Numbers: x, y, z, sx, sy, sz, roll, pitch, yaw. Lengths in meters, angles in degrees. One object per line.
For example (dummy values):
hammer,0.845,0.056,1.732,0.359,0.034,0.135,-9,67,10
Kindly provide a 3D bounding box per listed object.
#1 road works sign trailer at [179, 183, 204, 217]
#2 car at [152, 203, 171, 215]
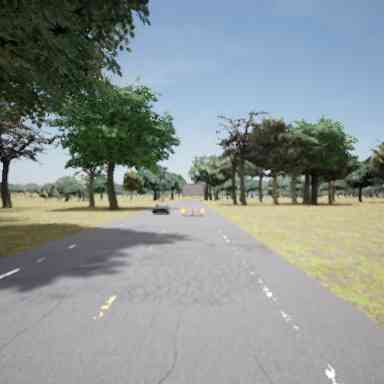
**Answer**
road works sign trailer,0.108,0.809,36.128,2.380,3.560,2.880,0,-1,0
car,-3.571,1.973,38.954,1.895,1.301,4.718,0,-1,0
